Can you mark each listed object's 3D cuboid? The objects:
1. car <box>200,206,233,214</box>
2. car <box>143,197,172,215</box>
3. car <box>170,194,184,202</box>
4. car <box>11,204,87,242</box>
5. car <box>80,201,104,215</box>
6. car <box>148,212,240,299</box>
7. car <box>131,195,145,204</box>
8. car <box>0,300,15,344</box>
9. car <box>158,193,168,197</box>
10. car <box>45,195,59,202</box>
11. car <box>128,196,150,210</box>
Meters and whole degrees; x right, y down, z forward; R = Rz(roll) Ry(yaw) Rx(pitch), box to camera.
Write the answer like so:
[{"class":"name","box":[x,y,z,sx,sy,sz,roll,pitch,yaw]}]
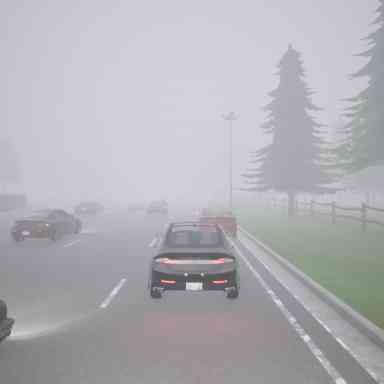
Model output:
[{"class":"car","box":[1.240,1.478,17.780,1.882,1.535,5.008,0,0,0]},{"class":"car","box":[-3.372,1.547,33.807,2.033,1.411,5.357,0,0,0]},{"class":"car","box":[-3.433,1.553,78.247,1.994,1.385,4.181,0,0,0]},{"class":"car","box":[-6.900,1.526,16.139,1.812,1.442,4.674,0,0,0]},{"class":"car","box":[-10.371,1.564,33.734,1.994,1.385,4.181,0,0,0]},{"class":"car","box":[0.059,1.492,8.439,2.128,1.511,4.902,0,0,0]},{"class":"car","box":[-10.345,1.477,64.442,1.882,1.535,5.008,0,0,0]},{"class":"car","box":[-3.397,1.547,2.156,2.033,1.411,5.357,0,0,0]},{"class":"car","box":[-6.927,1.525,84.664,2.128,1.511,4.902,0,0,0]},{"class":"car","box":[-30.806,1.478,72.940,1.882,1.535,5.008,0,0,-38]},{"class":"car","box":[-6.877,1.525,42.141,1.812,1.442,4.674,0,0,0]}]
